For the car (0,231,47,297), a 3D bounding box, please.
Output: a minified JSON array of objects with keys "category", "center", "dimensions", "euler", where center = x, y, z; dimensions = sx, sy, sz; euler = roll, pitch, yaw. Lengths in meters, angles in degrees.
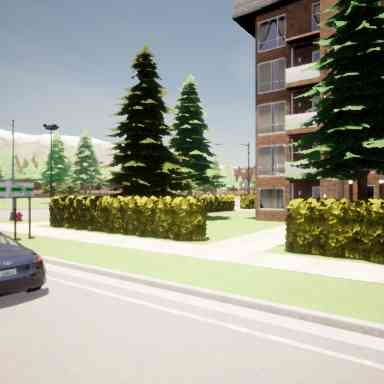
[{"category":"car","center":[-5.253,1.564,7.712],"dimensions":[4.181,1.385,1.994],"euler":[0,0,36]}]
